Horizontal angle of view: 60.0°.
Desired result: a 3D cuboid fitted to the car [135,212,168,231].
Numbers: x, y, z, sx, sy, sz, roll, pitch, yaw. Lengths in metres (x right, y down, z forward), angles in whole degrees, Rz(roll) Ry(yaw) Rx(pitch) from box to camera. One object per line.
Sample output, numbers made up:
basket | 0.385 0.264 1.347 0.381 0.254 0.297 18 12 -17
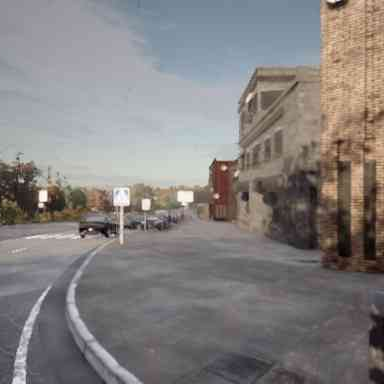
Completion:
car | -3.660 2.892 30.960 2.002 1.452 4.674 2 -3 0

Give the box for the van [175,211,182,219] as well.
van | -3.672 6.280 91.825 1.878 1.987 4.442 0 -3 0

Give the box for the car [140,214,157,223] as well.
car | -6.901 4.286 53.760 2.033 1.411 5.357 0 -3 0

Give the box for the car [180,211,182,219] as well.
car | -3.675 4.715 64.096 2.185 1.767 4.553 0 -3 0

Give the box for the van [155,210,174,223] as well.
van | -3.677 3.292 42.064 1.878 1.987 4.442 0 -3 0

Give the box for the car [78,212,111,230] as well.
car | -10.110 2.951 34.835 2.097 1.767 4.553 0 -3 0

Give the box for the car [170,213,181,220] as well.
car | -3.674 5.505 75.145 2.097 1.535 5.008 0 -3 0

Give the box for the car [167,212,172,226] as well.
car | -3.677 3.211 36.447 2.163 1.488 4.792 0 -3 0

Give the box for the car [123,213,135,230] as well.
car | -6.896 3.135 34.323 1.994 1.385 4.181 0 -3 0

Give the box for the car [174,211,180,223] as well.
car | -3.676 4.384 58.580 2.185 1.767 4.553 0 -3 0

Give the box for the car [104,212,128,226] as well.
car | -10.113 3.527 44.429 2.097 1.767 4.553 0 -3 1

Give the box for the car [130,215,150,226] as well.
car | -6.892 3.735 44.314 1.994 1.385 4.181 0 -3 0

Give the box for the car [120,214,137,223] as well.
car | -10.151 4.215 53.348 1.837 1.490 4.892 0 -4 0

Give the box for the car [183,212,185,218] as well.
car | -3.673 5.580 80.584 2.435 2.045 5.566 0 -3 0

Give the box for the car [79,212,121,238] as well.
car | -6.643 2.431 24.060 1.882 1.535 5.008 0 -4 -2
